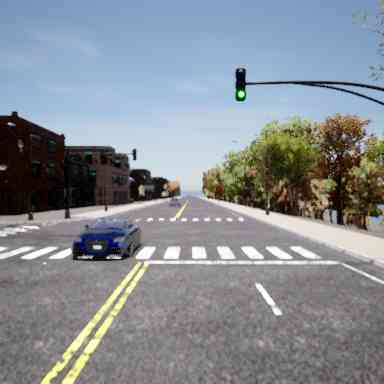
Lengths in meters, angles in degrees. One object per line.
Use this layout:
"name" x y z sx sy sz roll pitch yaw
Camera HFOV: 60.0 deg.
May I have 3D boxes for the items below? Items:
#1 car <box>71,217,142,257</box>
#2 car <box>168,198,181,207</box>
"car" -3.210 1.689 13.255 1.994 1.385 4.181 0 0 0
"car" -3.164 1.859 61.075 2.097 1.767 4.553 0 -1 0
